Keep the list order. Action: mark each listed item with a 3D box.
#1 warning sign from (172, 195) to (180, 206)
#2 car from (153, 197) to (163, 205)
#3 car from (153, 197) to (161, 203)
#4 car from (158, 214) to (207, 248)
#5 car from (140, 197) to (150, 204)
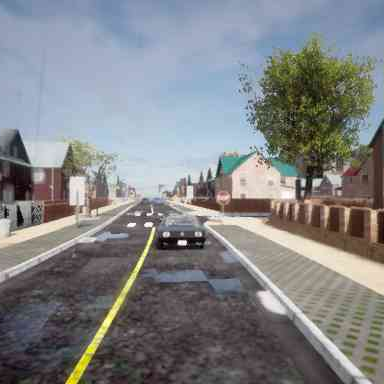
[{"bbox_3d":[-2.665,1.354,54.556,1.300,1.860,1.060,-1,-1,-7],"label":"warning sign"},{"bbox_3d":[-6.739,1.914,66.720,2.033,1.411,5.357,0,-1,-7],"label":"car"},{"bbox_3d":[-8.631,1.888,81.612,1.882,1.535,5.008,0,-1,-7],"label":"car"},{"bbox_3d":[-0.518,1.642,14.803,1.895,1.301,4.718,0,0,-4],"label":"car"},{"bbox_3d":[-10.262,1.864,72.634,1.837,1.490,4.892,0,-1,-7],"label":"car"}]
